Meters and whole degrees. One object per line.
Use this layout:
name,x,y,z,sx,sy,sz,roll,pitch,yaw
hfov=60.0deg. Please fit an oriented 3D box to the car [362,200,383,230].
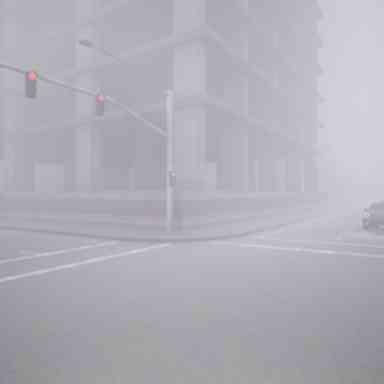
car,12.217,1.446,21.216,2.097,1.767,4.553,0,0,32

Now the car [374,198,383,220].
car,17.548,1.492,29.620,2.097,1.767,4.553,0,0,33

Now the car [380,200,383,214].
car,23.122,1.679,38.409,2.128,1.511,4.902,0,0,33
